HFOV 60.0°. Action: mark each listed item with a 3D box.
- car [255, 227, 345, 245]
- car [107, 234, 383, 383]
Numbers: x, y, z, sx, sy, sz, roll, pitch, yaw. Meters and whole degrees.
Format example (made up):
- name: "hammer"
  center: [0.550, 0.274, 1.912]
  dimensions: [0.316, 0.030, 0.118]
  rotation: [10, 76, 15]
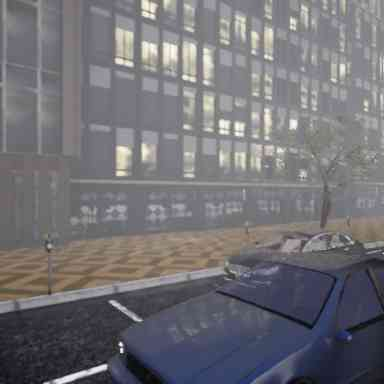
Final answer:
- name: "car"
  center: [2.794, 1.630, 8.576]
  dimensions: [4.403, 1.369, 2.008]
  rotation: [1, -1, -36]
- name: "car"
  center: [1.709, 1.591, 4.481]
  dimensions: [5.357, 1.411, 2.033]
  rotation: [1, 0, -36]
